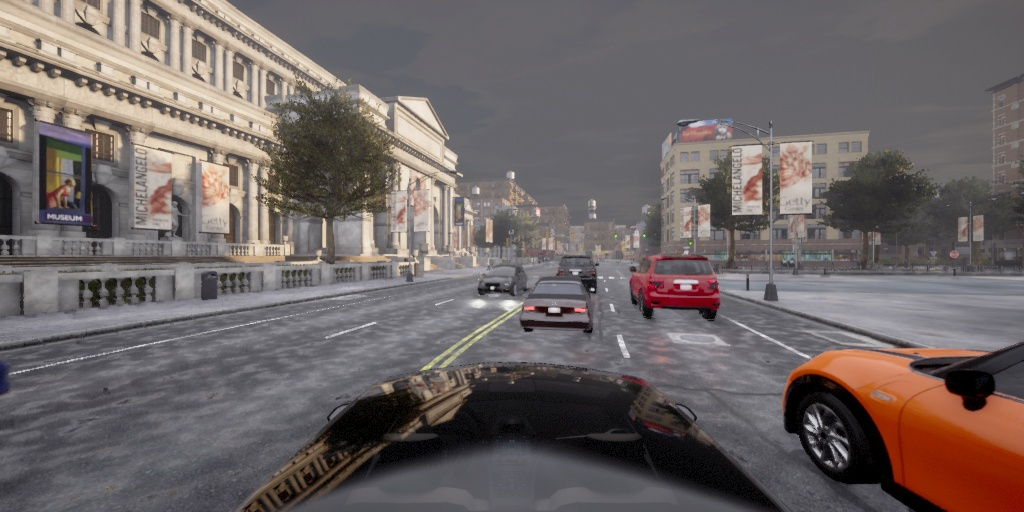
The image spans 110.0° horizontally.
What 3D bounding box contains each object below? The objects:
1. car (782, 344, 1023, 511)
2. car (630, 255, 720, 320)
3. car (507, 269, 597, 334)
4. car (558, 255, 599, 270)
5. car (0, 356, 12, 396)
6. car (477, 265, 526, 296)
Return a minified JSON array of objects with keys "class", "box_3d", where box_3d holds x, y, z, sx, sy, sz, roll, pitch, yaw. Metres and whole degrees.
[{"class":"car","box_3d":[3.837,1.102,1.813,2.097,1.767,4.553,0,0,0]},{"class":"car","box_3d":[5.611,0.974,12.981,2.150,2.045,5.566,0,0,13]},{"class":"car","box_3d":[1.473,1.298,10.758,2.033,1.411,5.357,0,0,11]},{"class":"car","box_3d":[3.913,0.973,21.189,2.150,2.045,5.566,0,0,13]},{"class":"car","box_3d":[-6.878,1.276,2.230,1.812,1.442,4.674,0,0,3]},{"class":"car","box_3d":[-0.343,1.256,19.046,1.837,1.490,4.892,0,0,14]}]
